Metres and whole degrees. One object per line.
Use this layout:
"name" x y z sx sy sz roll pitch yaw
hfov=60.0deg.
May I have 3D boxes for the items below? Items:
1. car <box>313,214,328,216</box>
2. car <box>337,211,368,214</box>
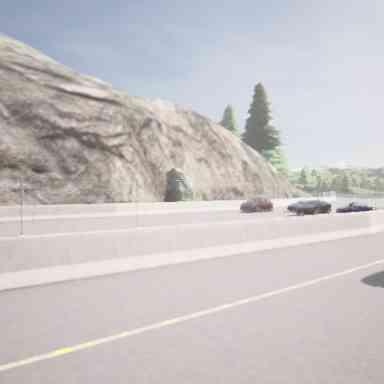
"car" 12.050 1.518 32.709 5.008 1.535 1.882 0 0 -45
"car" 15.095 1.635 30.773 4.718 1.301 1.895 0 0 -45
